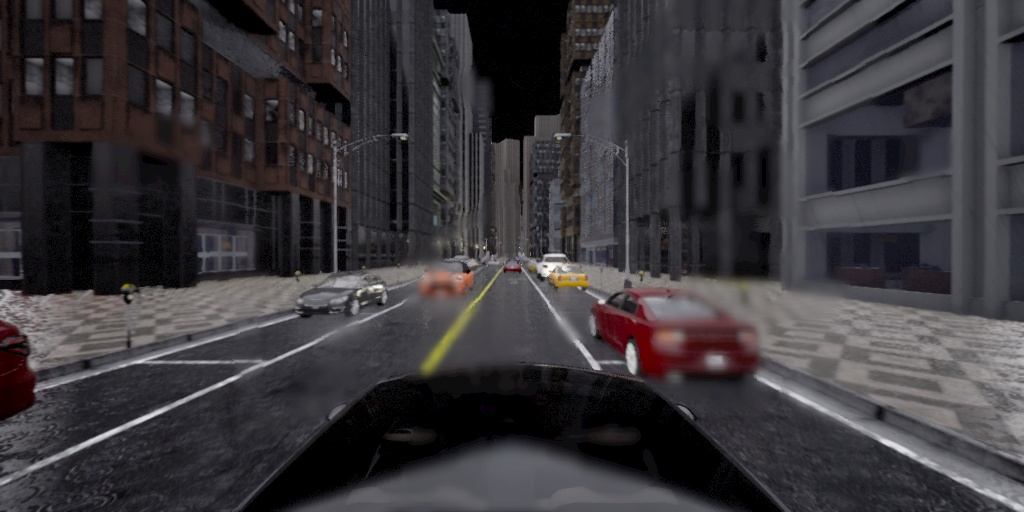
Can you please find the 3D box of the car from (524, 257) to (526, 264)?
[{"bbox_3d":[2.782,1.092,46.519,1.751,1.417,4.829,0,0,0],"label":"car"}]

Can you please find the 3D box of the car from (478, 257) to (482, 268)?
[{"bbox_3d":[-5.741,1.072,51.784,1.751,1.417,4.829,0,0,0],"label":"car"}]

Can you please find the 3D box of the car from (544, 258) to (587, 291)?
[{"bbox_3d":[3.159,1.127,20.978,1.801,1.575,5.366,0,0,0],"label":"car"}]

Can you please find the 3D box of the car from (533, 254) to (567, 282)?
[{"bbox_3d":[3.118,0.870,27.817,2.150,2.045,5.566,0,0,0],"label":"car"}]

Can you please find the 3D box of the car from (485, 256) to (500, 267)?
[{"bbox_3d":[-3.014,1.123,60.029,1.895,1.301,4.718,0,0,1],"label":"car"}]

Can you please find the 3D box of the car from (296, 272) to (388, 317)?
[{"bbox_3d":[-5.757,1.254,12.689,2.007,1.370,4.403,0,0,0],"label":"car"}]

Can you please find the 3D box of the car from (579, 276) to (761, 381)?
[{"bbox_3d":[2.766,1.273,7.086,1.888,1.381,4.507,0,0,0],"label":"car"}]

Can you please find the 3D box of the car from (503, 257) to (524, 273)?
[{"bbox_3d":[0.055,1.152,40.557,1.994,1.385,4.181,0,0,1],"label":"car"}]

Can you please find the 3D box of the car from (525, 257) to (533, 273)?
[{"bbox_3d":[2.780,1.114,40.910,1.751,1.417,4.829,0,0,0],"label":"car"}]

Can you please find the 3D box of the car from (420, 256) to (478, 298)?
[{"bbox_3d":[-3.091,1.034,17.939,2.097,1.767,4.553,0,0,0],"label":"car"}]

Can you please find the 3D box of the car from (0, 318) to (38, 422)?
[{"bbox_3d":[-5.762,1.066,1.470,2.192,1.841,5.009,0,0,0],"label":"car"}]
